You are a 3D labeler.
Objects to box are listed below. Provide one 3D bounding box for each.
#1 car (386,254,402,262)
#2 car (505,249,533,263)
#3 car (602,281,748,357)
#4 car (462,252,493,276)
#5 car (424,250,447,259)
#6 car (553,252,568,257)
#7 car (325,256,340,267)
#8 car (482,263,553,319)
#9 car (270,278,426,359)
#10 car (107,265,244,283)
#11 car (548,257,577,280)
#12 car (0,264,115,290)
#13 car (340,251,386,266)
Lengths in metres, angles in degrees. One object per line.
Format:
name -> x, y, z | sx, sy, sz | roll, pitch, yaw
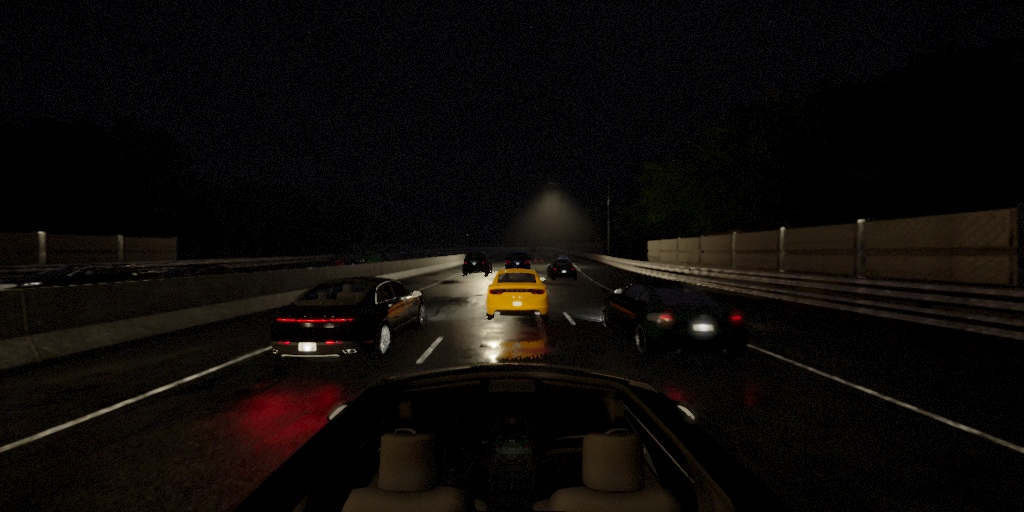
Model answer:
car -> -19.701, 0.405, 58.960 | 2.033, 1.411, 5.357 | 0, 2, 3
car -> 0.530, 0.655, 31.909 | 2.150, 2.045, 5.566 | 0, 1, 2
car -> 3.510, 1.270, 8.539 | 1.994, 1.385, 4.181 | 0, 0, 1
car -> -2.977, 0.661, 31.656 | 2.150, 2.045, 5.566 | 0, 1, 2
car -> -12.723, 0.078, 58.651 | 2.150, 2.045, 5.566 | 0, 2, 3
car -> 8.192, 0.392, 58.226 | 2.033, 1.411, 5.357 | 0, 2, 4
car -> -22.959, 0.707, 47.520 | 1.994, 1.385, 4.181 | 0, 1, -1
car -> 0.175, 1.186, 12.671 | 1.882, 1.535, 5.008 | 0, 0, 1
car -> -3.362, 1.241, 8.335 | 1.837, 1.490, 4.892 | 0, 0, 0
car -> -13.988, 1.186, 15.761 | 1.837, 1.490, 4.892 | 0, 1, 1
car -> 3.831, 1.063, 28.014 | 1.994, 1.385, 4.181 | 0, 1, 1
car -> -20.968, 1.156, 17.328 | 2.128, 1.511, 4.902 | 0, 1, 1
car -> -16.892, 0.499, 40.971 | 2.150, 2.045, 5.566 | 0, 1, 2
